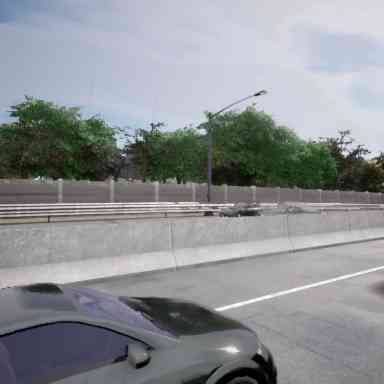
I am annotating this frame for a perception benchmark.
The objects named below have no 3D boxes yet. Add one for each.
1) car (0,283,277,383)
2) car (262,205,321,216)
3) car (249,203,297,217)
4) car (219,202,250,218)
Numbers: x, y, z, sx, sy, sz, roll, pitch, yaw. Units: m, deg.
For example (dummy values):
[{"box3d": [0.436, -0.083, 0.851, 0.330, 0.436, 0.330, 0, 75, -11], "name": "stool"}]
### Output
[{"box3d": [-1.213, 1.565, 2.890, 4.181, 1.385, 1.994, 0, 0, -34], "name": "car"}, {"box3d": [7.100, 1.743, 21.893, 4.718, 1.301, 1.895, 1, -1, -35], "name": "car"}, {"box3d": [7.260, 1.675, 26.298, 4.902, 1.511, 2.128, 1, -1, -35], "name": "car"}, {"box3d": [4.501, 1.673, 28.633, 4.892, 1.490, 1.837, 1, -1, -35], "name": "car"}]
